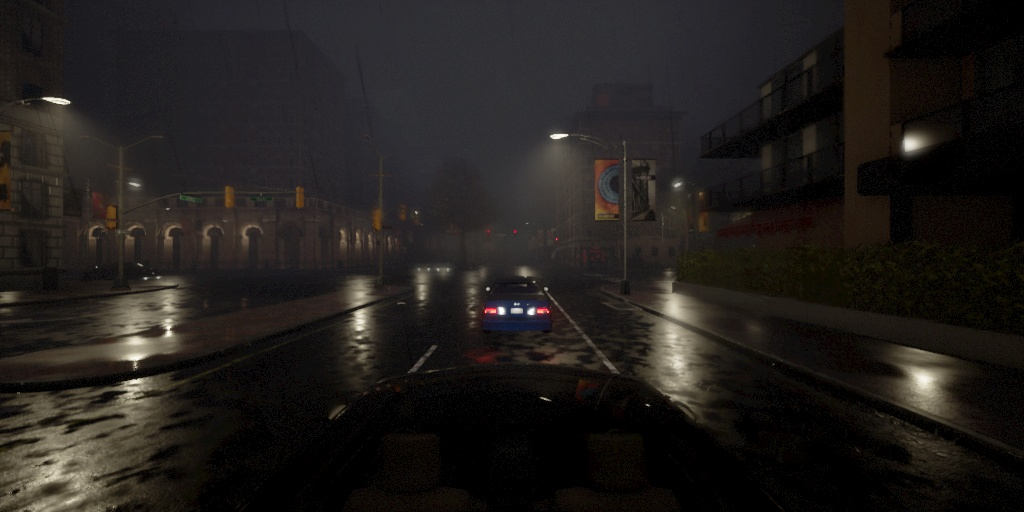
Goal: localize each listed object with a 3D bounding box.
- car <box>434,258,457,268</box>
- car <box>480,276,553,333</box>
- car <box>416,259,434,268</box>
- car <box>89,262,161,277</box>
[{"bbox_3d":[-11.049,1.088,59.636,2.097,1.767,4.553,0,0,1],"label":"car"},{"bbox_3d":[0.146,1.295,10.685,2.033,1.411,5.357,0,0,1],"label":"car"},{"bbox_3d":[-14.516,1.213,61.705,1.882,1.535,5.008,0,0,1],"label":"car"},{"bbox_3d":[-37.185,1.290,34.512,5.357,1.411,2.033,0,0,0],"label":"car"}]
